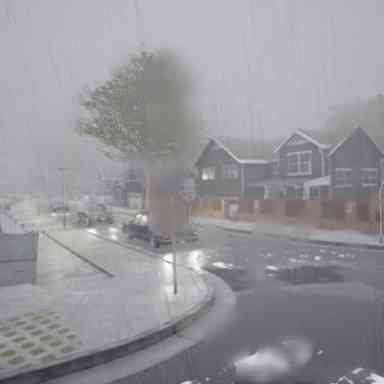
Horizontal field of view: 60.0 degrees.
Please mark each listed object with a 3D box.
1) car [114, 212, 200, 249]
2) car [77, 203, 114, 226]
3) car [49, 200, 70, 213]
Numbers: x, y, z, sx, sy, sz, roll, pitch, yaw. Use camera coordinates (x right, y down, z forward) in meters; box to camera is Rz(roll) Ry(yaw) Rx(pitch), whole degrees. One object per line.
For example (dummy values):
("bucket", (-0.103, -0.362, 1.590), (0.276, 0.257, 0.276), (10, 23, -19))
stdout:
("car", (-1.750, 1.678, 16.019), (2.033, 1.411, 5.357), (-2, 1, -32))
("car", (-7.315, 1.629, 24.957), (1.837, 1.490, 4.892), (-2, 2, -31))
("car", (-15.967, 1.686, 39.888), (2.033, 1.411, 5.357), (-2, 1, -29))
